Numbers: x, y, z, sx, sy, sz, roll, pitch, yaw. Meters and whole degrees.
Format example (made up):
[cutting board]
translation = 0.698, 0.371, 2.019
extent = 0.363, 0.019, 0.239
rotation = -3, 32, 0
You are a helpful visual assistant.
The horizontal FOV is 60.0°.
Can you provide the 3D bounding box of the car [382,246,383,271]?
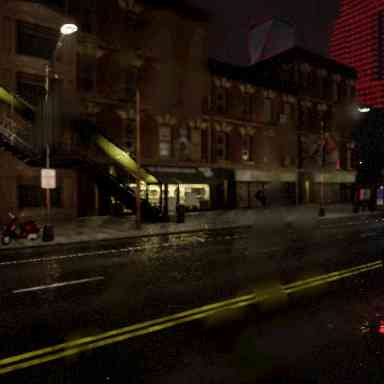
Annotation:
[car]
translation = 6.759, 1.427, 8.567
extent = 4.892, 1.490, 1.837
rotation = -1, 0, -35
